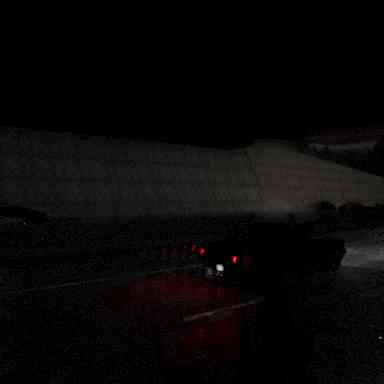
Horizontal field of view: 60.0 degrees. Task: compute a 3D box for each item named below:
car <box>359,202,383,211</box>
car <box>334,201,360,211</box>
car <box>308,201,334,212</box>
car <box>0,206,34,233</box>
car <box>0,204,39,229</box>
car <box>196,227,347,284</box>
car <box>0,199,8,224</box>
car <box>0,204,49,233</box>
[{"bbox_3d":[23.790,2.075,42.408,4.718,1.301,1.895,1,0,-35],"label":"car"},{"bbox_3d":[21.931,2.002,45.377,4.674,1.442,1.812,1,0,-35],"label":"car"},{"bbox_3d":[18.473,1.983,47.209,4.674,1.442,1.812,1,0,-35],"label":"car"},{"bbox_3d":[-9.642,1.528,14.312,4.674,1.442,1.812,1,0,-36],"label":"car"},{"bbox_3d":[-12.478,1.523,20.887,4.892,1.490,1.837,1,0,-35],"label":"car"},{"bbox_3d":[2.523,1.683,9.848,4.718,1.301,1.895,1,0,-35],"label":"car"},{"bbox_3d":[-15.502,1.356,23.029,4.553,1.767,2.097,1,0,-35],"label":"car"},{"bbox_3d":[-10.423,1.523,18.053,4.892,1.490,1.837,1,0,-36],"label":"car"}]
